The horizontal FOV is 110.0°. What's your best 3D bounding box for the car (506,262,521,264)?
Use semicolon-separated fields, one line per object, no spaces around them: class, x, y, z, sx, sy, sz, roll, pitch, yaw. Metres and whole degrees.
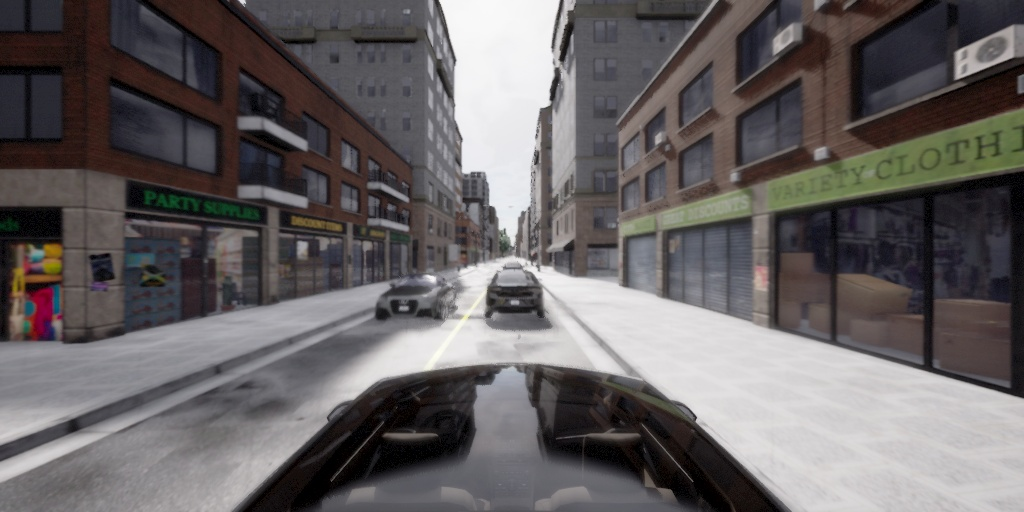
car;0.098;1.259;31.913;1.837;1.490;4.892;0;0;0

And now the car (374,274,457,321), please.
car;-3.100;1.314;12.300;1.994;1.385;4.181;0;0;0

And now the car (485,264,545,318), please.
car;0.097;1.228;13.109;1.882;1.535;5.008;0;0;0
